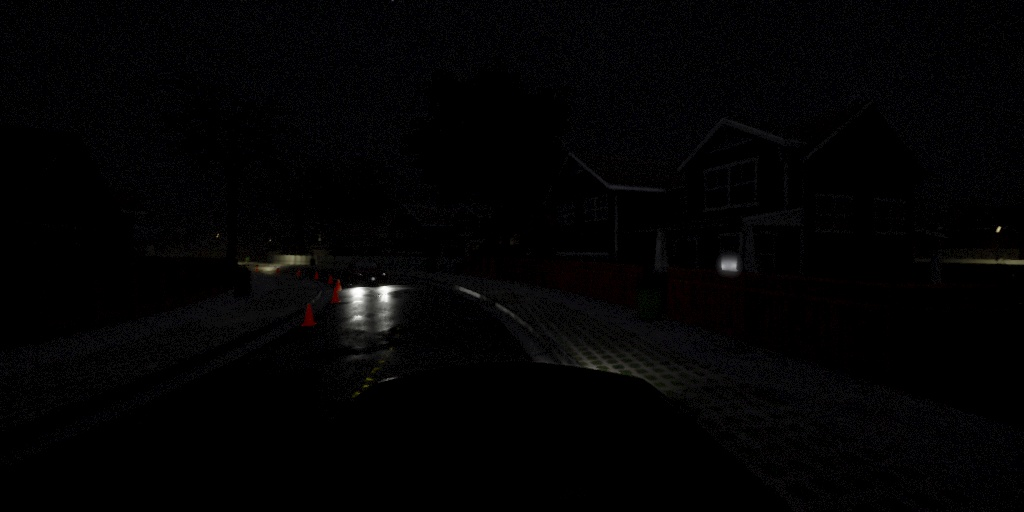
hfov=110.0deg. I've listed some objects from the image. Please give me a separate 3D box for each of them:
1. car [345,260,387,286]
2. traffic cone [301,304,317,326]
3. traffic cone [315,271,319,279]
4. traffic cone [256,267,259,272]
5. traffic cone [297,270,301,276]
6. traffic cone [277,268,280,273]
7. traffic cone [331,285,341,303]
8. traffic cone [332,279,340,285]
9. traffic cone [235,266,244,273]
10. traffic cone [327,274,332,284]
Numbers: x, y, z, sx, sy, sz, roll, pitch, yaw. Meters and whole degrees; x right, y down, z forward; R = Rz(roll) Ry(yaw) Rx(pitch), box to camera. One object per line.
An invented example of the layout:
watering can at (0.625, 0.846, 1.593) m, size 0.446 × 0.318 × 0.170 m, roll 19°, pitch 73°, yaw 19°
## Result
car at (-9.258, 1.016, 22.572) m, size 1.812 × 1.442 × 4.674 m, roll -1°, pitch 1°, yaw -33°
traffic cone at (-5.643, 1.619, 9.977) m, size 0.340 × 0.580 × 0.340 m, roll 0°, pitch 0°, yaw -15°
traffic cone at (-14.419, 1.403, 26.477) m, size 0.340 × 0.580 × 0.340 m, roll 0°, pitch 0°, yaw -41°
traffic cone at (-25.444, 1.298, 35.784) m, size 0.340 × 0.580 × 0.340 m, roll 0°, pitch 0°, yaw 36°
traffic cone at (-17.724, 1.363, 29.837) m, size 0.340 × 0.580 × 0.340 m, roll 0°, pitch 0°, yaw 42°
traffic cone at (-21.419, 1.330, 32.818) m, size 0.340 × 0.580 × 0.340 m, roll 0°, pitch 0°, yaw 36°
traffic cone at (-7.106, 1.560, 14.455) m, size 0.340 × 0.580 × 0.340 m, roll 0°, pitch 0°, yaw -21°
traffic cone at (-9.075, 1.503, 18.735) m, size 0.340 × 0.580 × 0.340 m, roll 0°, pitch 0°, yaw -28°
traffic cone at (-29.469, 1.266, 38.749) m, size 0.340 × 0.580 × 0.340 m, roll 0°, pitch 0°, yaw 36°
traffic cone at (-11.523, 1.450, 22.761) m, size 0.340 × 0.580 × 0.340 m, roll 0°, pitch 0°, yaw -35°
